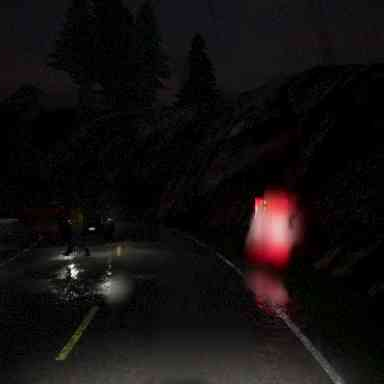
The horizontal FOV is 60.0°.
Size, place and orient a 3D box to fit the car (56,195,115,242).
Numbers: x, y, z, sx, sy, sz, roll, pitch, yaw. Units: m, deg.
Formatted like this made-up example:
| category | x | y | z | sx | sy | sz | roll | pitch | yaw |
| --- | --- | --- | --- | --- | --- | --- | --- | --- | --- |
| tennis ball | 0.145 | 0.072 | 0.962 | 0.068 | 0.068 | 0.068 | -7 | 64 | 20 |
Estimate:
| category | x | y | z | sx | sy | sz | roll | pitch | yaw |
| --- | --- | --- | --- | --- | --- | --- | --- | --- | --- |
| car | -5.478 | 1.217 | 16.937 | 2.150 | 2.045 | 5.566 | 0 | 1 | -25 |

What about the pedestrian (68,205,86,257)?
| category | x | y | z | sx | sy | sz | roll | pitch | yaw |
| --- | --- | --- | --- | --- | --- | --- | --- | --- | --- |
| pedestrian | -3.971 | 1.294 | 11.451 | 0.375 | 1.860 | 0.375 | 0 | 0 | -11 |

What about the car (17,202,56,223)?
| category | x | y | z | sx | sy | sz | roll | pitch | yaw |
| --- | --- | --- | --- | --- | --- | --- | --- | --- | --- |
| car | -10.631 | 1.478 | 24.873 | 5.008 | 1.535 | 1.882 | 0 | 0 | 16 |

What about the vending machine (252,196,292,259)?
| category | x | y | z | sx | sy | sz | roll | pitch | yaw |
| --- | --- | --- | --- | --- | --- | --- | --- | --- | --- |
| vending machine | 2.781 | 1.195 | 11.596 | 1.100 | 2.100 | 0.880 | 0 | 0 | -10 |
